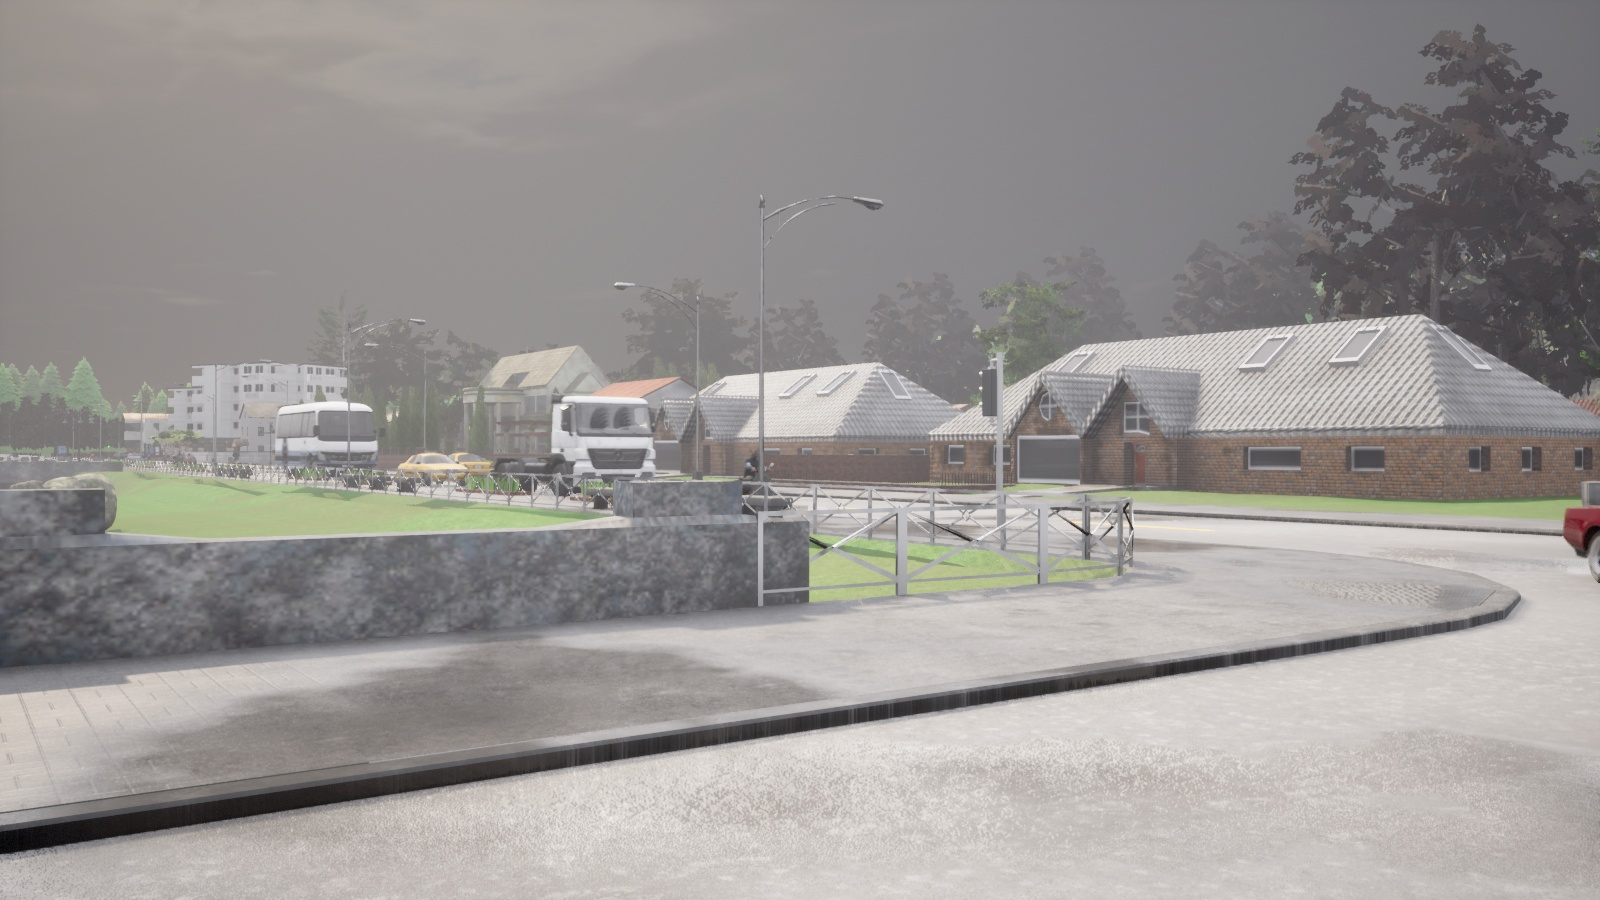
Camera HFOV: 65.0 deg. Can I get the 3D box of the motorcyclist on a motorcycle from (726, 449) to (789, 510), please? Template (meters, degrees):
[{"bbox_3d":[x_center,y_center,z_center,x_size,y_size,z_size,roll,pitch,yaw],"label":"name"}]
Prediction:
[{"bbox_3d":[-1.159,0.784,33.912,0.866,1.590,1.817,0,0,-35],"label":"motorcyclist on a motorcycle"}]

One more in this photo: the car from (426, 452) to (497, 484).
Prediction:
[{"bbox_3d":[-17.339,0.877,64.148,1.801,1.575,5.366,0,0,-35],"label":"car"}]

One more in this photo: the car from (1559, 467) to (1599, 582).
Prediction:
[{"bbox_3d":[9.876,0.856,12.922,1.895,1.301,4.718,0,0,9],"label":"car"}]

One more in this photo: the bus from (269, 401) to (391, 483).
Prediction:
[{"bbox_3d":[-26.398,-0.404,70.156,3.944,4.253,10.273,0,0,-35],"label":"bus"}]

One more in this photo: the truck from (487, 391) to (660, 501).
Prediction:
[{"bbox_3d":[-8.078,-0.113,43.846,2.891,3.462,7.936,0,0,-35],"label":"truck"}]

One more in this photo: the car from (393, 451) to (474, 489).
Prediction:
[{"bbox_3d":[-16.281,0.854,55.627,1.801,1.575,5.366,0,0,-35],"label":"car"}]
